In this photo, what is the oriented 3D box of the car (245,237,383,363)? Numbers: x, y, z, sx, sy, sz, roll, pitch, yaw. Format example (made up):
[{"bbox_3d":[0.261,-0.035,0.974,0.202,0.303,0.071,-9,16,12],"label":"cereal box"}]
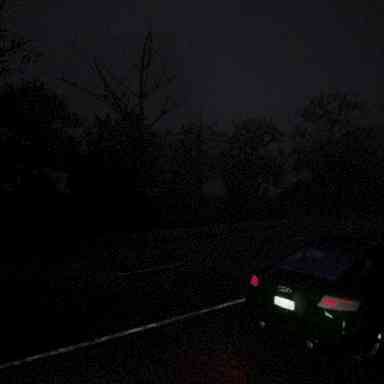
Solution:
[{"bbox_3d":[2.928,1.512,5.887,4.181,1.385,1.994,-1,1,-36],"label":"car"}]
